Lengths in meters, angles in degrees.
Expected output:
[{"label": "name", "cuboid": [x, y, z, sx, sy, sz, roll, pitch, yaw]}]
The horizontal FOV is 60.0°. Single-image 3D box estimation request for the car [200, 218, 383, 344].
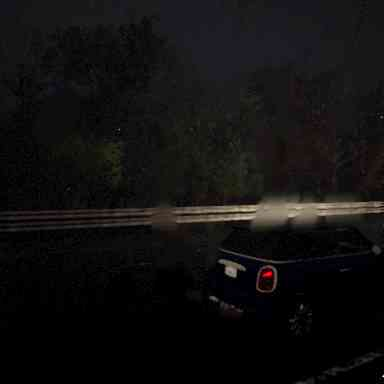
[{"label": "car", "cuboid": [2.482, 1.336, 6.573, 4.553, 1.767, 2.097, 0, 0, -30]}]
